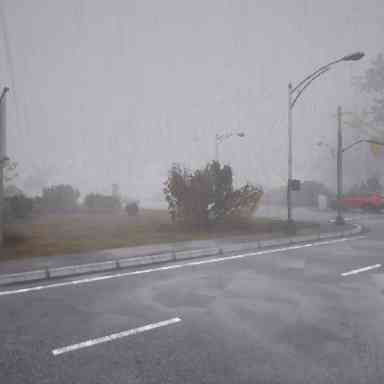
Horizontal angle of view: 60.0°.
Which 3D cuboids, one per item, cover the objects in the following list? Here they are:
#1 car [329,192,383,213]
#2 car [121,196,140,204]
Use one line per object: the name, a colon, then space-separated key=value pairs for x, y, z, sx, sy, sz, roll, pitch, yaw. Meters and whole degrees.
car: x=17.324 y=1.001 z=34.974 sx=2.150 sy=2.045 sz=5.566 roll=0 pitch=0 yaw=-39
car: x=-11.085 y=1.473 z=59.220 sx=1.837 sy=1.490 sz=4.892 roll=0 pitch=0 yaw=-39
